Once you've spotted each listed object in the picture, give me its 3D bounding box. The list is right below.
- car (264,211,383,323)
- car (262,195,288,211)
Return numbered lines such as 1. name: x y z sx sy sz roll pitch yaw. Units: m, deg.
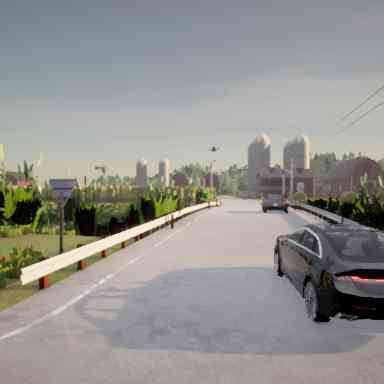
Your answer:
1. car: 2.996 1.410 6.940 2.128 1.511 4.902 0 1 4
2. car: 7.014 0.978 28.367 1.994 1.385 4.181 0 0 10
